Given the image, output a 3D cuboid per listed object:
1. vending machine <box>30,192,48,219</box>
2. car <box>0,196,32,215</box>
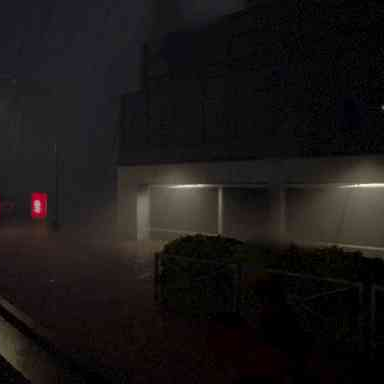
[{"bbox_3d":[-11.995,1.050,26.074,1.100,2.100,0.880,0,0,-10],"label":"vending machine"},{"bbox_3d":[-16.619,1.160,31.111,2.097,1.767,4.553,1,0,-3],"label":"car"}]
